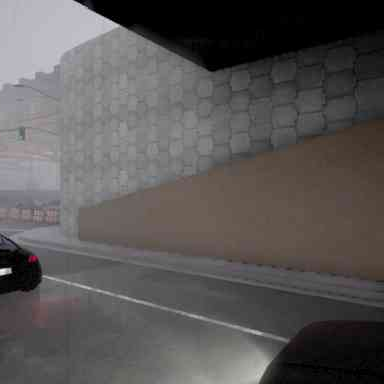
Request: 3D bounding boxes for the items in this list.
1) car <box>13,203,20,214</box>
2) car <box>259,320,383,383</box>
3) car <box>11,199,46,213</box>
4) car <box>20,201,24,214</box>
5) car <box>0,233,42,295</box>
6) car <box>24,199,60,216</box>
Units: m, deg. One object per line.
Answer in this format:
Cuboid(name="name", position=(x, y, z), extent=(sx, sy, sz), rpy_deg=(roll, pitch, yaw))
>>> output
Cuboid(name="car", position=(-15.799, 1.453, 32.400), extent=(2.038, 1.542, 4.974), rpy_deg=(0, 0, -9))
Cuboid(name="car", position=(3.041, 1.547, 1.819), extent=(5.357, 1.411, 2.033), rpy_deg=(0, 0, 36))
Cuboid(name="car", position=(-15.808, 1.295, 32.451), extent=(1.853, 1.218, 4.536), rpy_deg=(0, 0, -9))
Cuboid(name="car", position=(-12.110, 1.453, 29.638), extent=(4.974, 1.542, 2.038), rpy_deg=(0, 0, 1))
Cuboid(name="car", position=(-5.394, 1.564, 7.809), extent=(4.181, 1.385, 1.994), rpy_deg=(0, 0, 36))
Cuboid(name="car", position=(-12.058, 1.295, 29.638), extent=(4.536, 1.218, 1.853), rpy_deg=(0, 0, 1))
